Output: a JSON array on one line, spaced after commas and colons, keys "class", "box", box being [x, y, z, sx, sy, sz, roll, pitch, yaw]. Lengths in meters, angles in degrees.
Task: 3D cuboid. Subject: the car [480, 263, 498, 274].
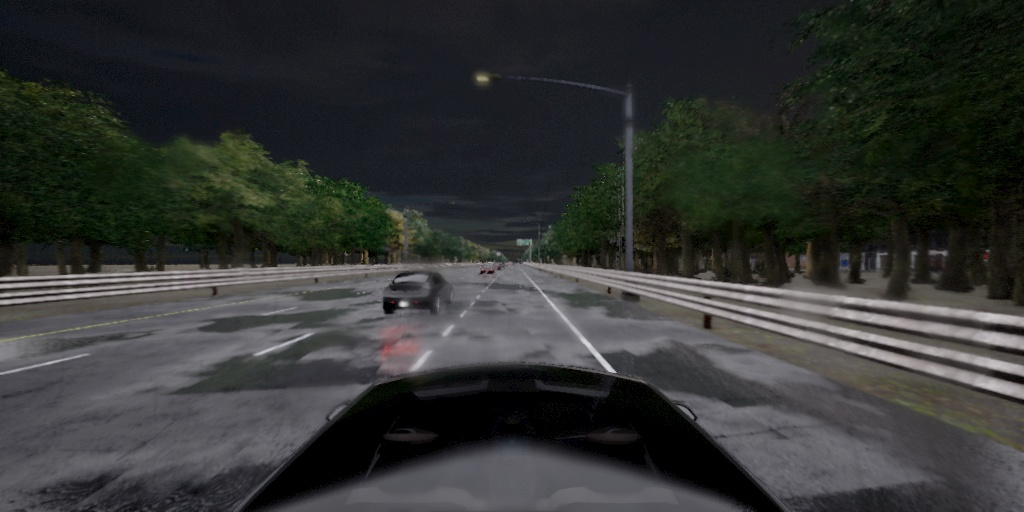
[{"class": "car", "box": [-3.384, 1.941, 51.209, 1.895, 1.301, 4.718, 0, -1, 0]}]

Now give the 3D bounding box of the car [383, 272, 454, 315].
[{"class": "car", "box": [-3.495, 1.343, 14.050, 1.837, 1.490, 4.892, 0, -1, 0]}]
